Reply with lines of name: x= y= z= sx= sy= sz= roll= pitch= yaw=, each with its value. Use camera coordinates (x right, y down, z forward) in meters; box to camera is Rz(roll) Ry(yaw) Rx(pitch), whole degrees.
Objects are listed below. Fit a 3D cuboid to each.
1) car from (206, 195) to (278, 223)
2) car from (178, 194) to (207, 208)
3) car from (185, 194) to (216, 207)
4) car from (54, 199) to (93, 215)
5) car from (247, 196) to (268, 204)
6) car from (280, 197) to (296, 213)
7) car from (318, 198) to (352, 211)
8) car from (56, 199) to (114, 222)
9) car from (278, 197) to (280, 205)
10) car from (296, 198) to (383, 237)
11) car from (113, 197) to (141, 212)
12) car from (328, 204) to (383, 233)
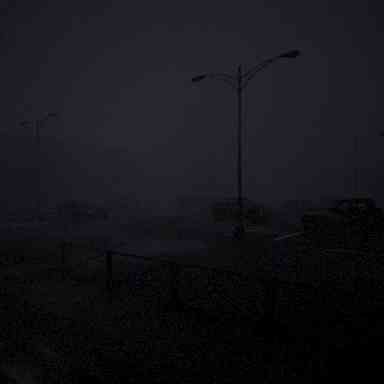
car: x=3.689 y=1.289 z=25.032 sx=4.605 sy=1.855 sz=1.932 roll=0 pitch=0 yaw=38
car: x=-0.203 y=1.268 z=48.289 sx=3.866 sy=1.878 sz=1.905 roll=0 pitch=0 yaw=38
car: x=1.260 y=1.288 z=50.833 sx=4.605 sy=1.855 sz=1.932 roll=0 pitch=0 yaw=38
car: x=-11.774 y=1.423 z=32.950 sx=3.806 sy=1.475 sz=1.970 roll=0 pitch=0 yaw=38
car: x=12.808 y=1.565 z=65.394 sx=3.633 sy=1.501 sz=1.845 roll=0 pitch=0 yaw=38
car: x=11.917 y=1.490 z=34.411 sx=4.514 sy=1.523 sz=2.007 roll=0 pitch=0 yaw=38
car: x=18.102 y=1.511 z=42.260 sx=3.633 sy=1.501 sz=1.845 roll=0 pitch=0 yaw=38
car: x=-8.473 y=1.489 z=25.724 sx=4.514 sy=1.523 sz=2.007 roll=0 pitch=0 yaw=38
car: x=16.822 y=1.576 z=58.478 sx=3.806 sy=1.475 sz=1.970 roll=0 pitch=0 yaw=38
car: x=7.867 y=1.269 z=17.599 sx=3.866 sy=1.878 sz=1.905 roll=0 pitch=0 yaw=38
car: x=-8.079 y=1.345 z=38.206 sx=5.027 sy=1.636 sz=2.152 roll=0 pitch=0 yaw=38
car: x=10.395 y=1.553 z=19.842 sx=3.806 sy=1.475 sz=1.970 roll=0 pitch=0 yaw=38
